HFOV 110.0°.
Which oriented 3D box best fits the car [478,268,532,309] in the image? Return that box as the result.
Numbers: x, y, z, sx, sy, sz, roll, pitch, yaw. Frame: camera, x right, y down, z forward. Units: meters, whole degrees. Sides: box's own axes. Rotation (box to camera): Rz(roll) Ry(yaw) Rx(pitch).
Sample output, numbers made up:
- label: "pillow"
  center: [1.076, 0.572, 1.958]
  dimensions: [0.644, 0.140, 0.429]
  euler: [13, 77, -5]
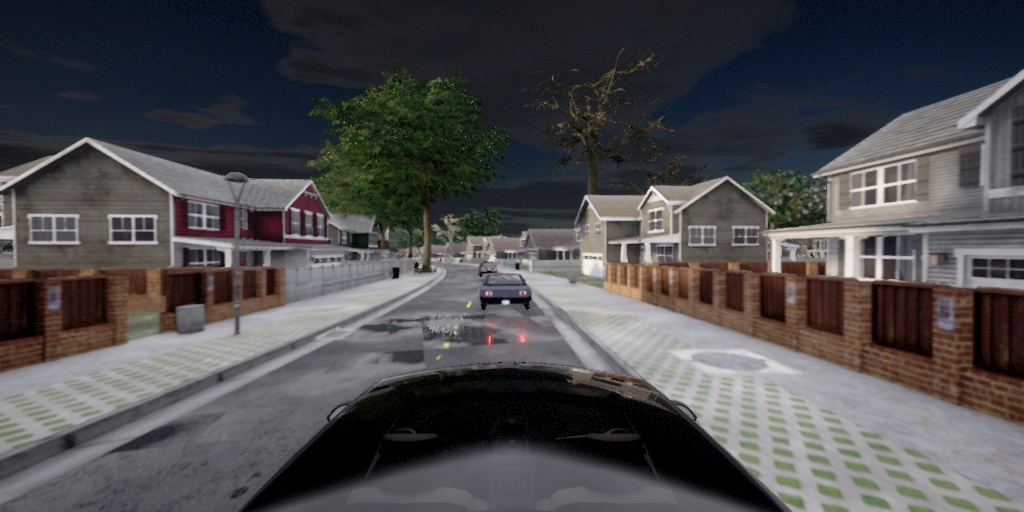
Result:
- label: "car"
  center: [-0.336, 1.342, 14.839]
  dimensions: [1.895, 1.301, 4.718]
  euler: [0, 0, -3]

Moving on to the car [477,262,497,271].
- label: "car"
  center: [-2.500, 1.283, 36.427]
  dimensions: [2.033, 1.411, 5.357]
  euler: [0, 0, -8]
